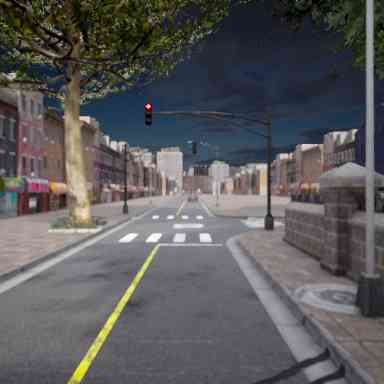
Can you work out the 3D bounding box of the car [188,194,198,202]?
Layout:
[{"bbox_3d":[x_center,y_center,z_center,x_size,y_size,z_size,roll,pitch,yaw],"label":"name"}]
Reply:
[{"bbox_3d":[0.186,1.026,63.065,2.128,1.511,4.902,0,0,0],"label":"car"}]

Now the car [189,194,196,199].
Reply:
[{"bbox_3d":[0.114,1.066,83.051,1.895,1.301,4.718,0,0,0],"label":"car"}]
